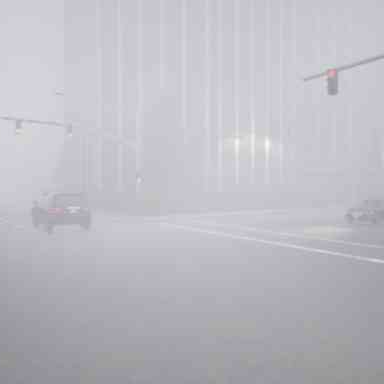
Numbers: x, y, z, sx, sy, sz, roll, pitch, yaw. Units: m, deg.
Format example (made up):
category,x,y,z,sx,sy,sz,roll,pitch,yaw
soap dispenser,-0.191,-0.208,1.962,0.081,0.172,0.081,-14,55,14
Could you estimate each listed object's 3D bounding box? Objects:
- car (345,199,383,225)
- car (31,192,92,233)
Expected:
category,x,y,z,sx,sy,sz,roll,pitch,yaw
car,11.764,1.213,21.359,4.902,1.511,2.128,-1,1,-36
car,-7.361,1.009,18.491,2.150,2.045,5.566,-1,1,-35
